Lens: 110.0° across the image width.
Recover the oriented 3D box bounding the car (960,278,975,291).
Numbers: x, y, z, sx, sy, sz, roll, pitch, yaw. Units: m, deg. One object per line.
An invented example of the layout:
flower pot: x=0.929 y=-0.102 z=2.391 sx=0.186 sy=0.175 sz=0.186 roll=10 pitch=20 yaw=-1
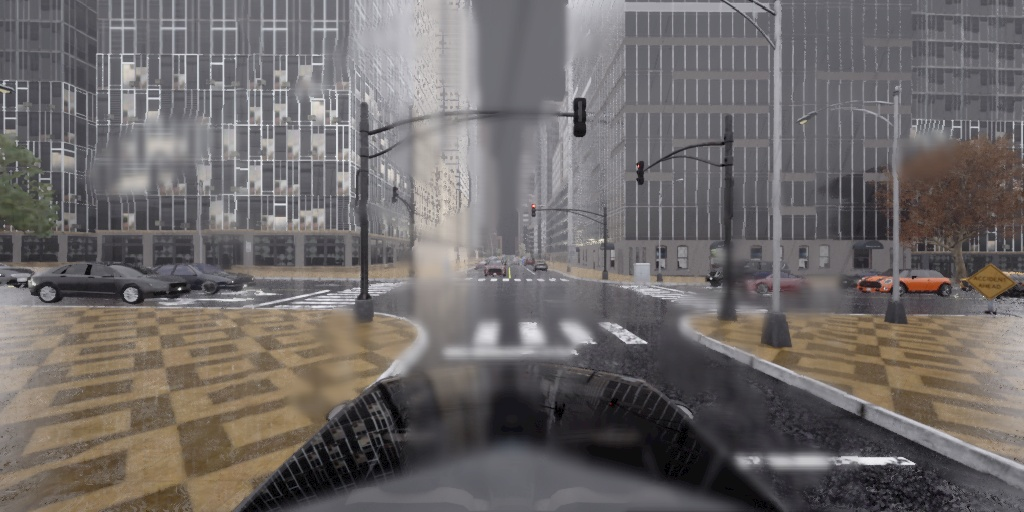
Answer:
car: x=36.318 y=1.906 z=26.608 sx=5.008 sy=1.535 sz=1.882 roll=1 pitch=0 yaw=-3

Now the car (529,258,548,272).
car: x=3.663 y=1.329 z=46.623 sx=1.948 sy=1.339 sz=4.313 roll=0 pitch=0 yaw=-1

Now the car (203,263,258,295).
car: x=-15.440 y=1.040 z=17.233 sx=5.357 sy=1.411 sz=2.033 roll=1 pitch=0 yaw=0

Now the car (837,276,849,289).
car: x=26.289 y=1.813 z=26.095 sx=4.181 sy=1.385 sz=1.994 roll=1 pitch=0 yaw=-3

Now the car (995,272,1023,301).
car: x=29.191 y=1.780 z=19.532 sx=5.008 sy=1.535 sz=1.882 roll=1 pitch=0 yaw=-3

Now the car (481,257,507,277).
car: x=-1.664 y=1.120 z=36.188 sx=2.097 sy=1.767 sz=4.553 roll=0 pitch=0 yaw=-2

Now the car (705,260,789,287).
car: x=16.900 y=1.303 z=25.601 sx=5.566 sy=2.045 sz=2.150 roll=1 pitch=0 yaw=-3

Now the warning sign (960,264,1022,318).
warning sign: x=17.213 y=1.204 z=12.901 sx=1.060 sy=1.860 sz=1.300 roll=0 pitch=0 yaw=-3

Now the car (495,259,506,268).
car: x=-1.926 y=1.260 z=61.518 sx=1.837 sy=1.490 sz=4.892 roll=0 pitch=0 yaw=0

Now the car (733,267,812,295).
car: x=16.087 y=1.631 z=22.304 sx=4.181 sy=1.385 sz=1.994 roll=1 pitch=0 yaw=-3

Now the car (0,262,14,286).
car: x=-25.374 y=0.802 z=16.683 sx=4.902 sy=1.511 sz=2.128 roll=1 pitch=0 yaw=-3

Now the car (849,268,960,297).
car: x=24.781 y=1.574 z=22.757 sx=4.553 sy=1.767 sz=2.097 roll=1 pitch=0 yaw=-3

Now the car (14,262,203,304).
car: x=-15.427 y=0.998 z=13.945 sx=4.892 sy=1.490 sz=1.837 roll=1 pitch=0 yaw=-3

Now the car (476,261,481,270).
car: x=-4.322 y=1.342 z=52.068 sx=1.802 sy=1.307 sz=4.207 roll=0 pitch=0 yaw=-1
